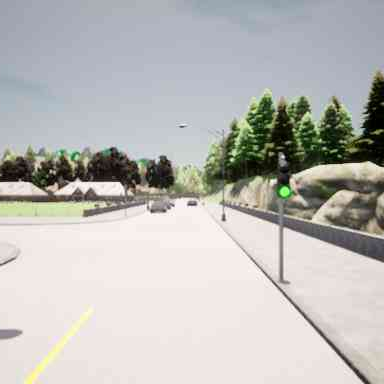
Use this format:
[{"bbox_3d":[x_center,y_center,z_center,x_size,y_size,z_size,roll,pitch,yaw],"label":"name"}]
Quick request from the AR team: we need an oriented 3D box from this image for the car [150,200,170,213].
[{"bbox_3d":[-4.137,1.889,41.728,1.812,1.442,4.674,0,0,0],"label":"car"}]

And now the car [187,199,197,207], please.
[{"bbox_3d":[0.043,2.123,64.252,1.994,1.385,4.181,0,0,0],"label":"car"}]

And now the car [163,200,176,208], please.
[{"bbox_3d":[-4.114,2.134,61.247,1.895,1.301,4.718,0,0,0],"label":"car"}]

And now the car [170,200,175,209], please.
[{"bbox_3d":[-4.139,1.995,51.436,2.033,1.411,5.357,0,0,0],"label":"car"}]
